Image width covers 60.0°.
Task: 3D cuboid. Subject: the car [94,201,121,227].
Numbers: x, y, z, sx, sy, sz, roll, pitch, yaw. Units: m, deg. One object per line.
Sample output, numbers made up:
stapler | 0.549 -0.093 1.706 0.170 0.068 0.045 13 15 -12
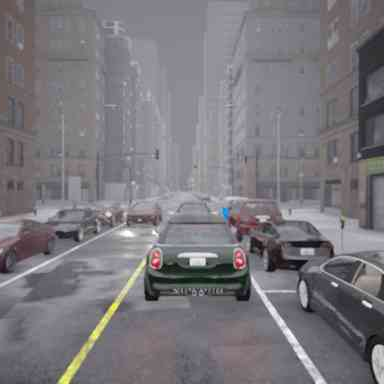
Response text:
car | -5.654 1.317 21.378 1.967 1.590 4.097 0 0 0

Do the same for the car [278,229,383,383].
car | 2.861 1.522 4.808 2.008 1.369 4.403 0 0 0

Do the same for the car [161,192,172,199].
car | -6.150 1.038 76.402 1.967 1.590 4.097 0 0 -1

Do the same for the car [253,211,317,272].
car | 2.864 1.505 10.331 1.947 1.339 4.313 0 0 0

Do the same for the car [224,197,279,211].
car | 2.868 1.223 15.854 2.192 1.841 5.009 0 0 0

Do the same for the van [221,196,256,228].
van | 2.872 1.217 21.377 1.690 1.788 3.998 0 0 0

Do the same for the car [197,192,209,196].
car | 2.614 1.090 65.267 1.967 1.590 4.097 0 0 -1

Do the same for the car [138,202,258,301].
car | 0.106 1.304 8.330 2.097 1.767 4.553 0 0 0

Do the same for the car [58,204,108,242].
car | -5.658 1.474 15.854 1.947 1.339 4.313 0 0 0

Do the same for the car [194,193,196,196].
car | 2.132 1.131 87.879 1.802 1.307 4.206 0 0 -1

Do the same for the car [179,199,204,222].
car | 0.014 1.375 26.014 1.812 1.442 4.674 0 0 2

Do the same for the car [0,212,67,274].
car | -5.662 1.522 10.329 1.802 1.307 4.206 0 0 0

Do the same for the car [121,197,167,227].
car | -3.018 1.351 21.900 1.882 1.535 5.008 0 0 1

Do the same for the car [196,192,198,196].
car | 2.374 1.179 76.575 1.802 1.307 4.206 0 0 -1

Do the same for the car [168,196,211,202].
car | 0.113 1.253 17.156 2.097 1.767 4.553 0 0 1

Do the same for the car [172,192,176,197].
car | -6.513 0.851 93.362 2.192 1.841 5.009 0 0 -1
